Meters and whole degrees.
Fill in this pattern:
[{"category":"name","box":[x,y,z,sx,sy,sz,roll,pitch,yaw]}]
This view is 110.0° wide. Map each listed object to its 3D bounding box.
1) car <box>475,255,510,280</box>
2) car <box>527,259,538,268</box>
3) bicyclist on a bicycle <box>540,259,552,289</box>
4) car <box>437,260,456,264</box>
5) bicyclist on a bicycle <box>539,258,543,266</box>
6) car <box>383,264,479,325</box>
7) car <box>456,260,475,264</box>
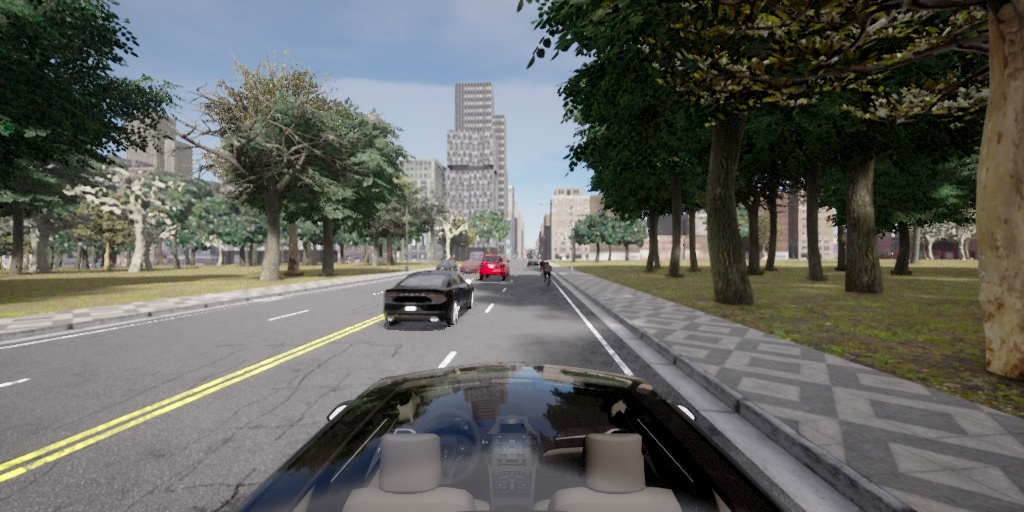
[{"category":"car","box":[-1.425,0.933,30.399,2.150,2.045,5.566,0,0,3]},{"category":"car","box":[3.661,1.206,62.786,1.882,1.535,5.008,0,0,3]},{"category":"bicyclist on a bicycle","box":[2.120,1.173,21.453,0.582,1.620,1.656,0,0,3]},{"category":"car","box":[-7.495,1.211,41.710,1.837,1.490,4.892,0,0,3]},{"category":"bicyclist on a bicycle","box":[2.697,1.083,31.655,0.659,1.776,1.843,0,0,3]},{"category":"car","box":[-2.478,1.209,11.756,1.882,1.535,5.008,0,0,3]},{"category":"car","box":[-4.392,1.185,39.026,1.882,1.535,5.008,0,0,3]}]
